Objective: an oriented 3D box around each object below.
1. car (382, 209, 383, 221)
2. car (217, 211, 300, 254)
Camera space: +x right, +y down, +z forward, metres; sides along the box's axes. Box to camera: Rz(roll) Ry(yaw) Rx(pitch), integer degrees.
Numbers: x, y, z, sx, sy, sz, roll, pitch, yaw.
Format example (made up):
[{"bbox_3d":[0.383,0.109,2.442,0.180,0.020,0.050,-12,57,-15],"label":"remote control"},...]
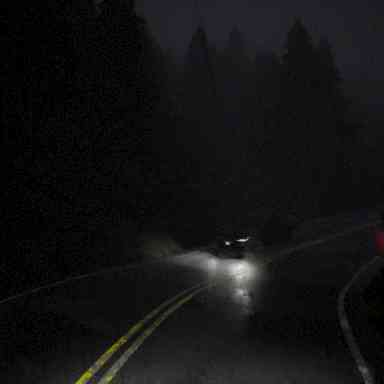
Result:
[{"bbox_3d":[12.764,1.062,19.217,4.902,1.511,2.128,-5,4,-39],"label":"car"},{"bbox_3d":[3.224,1.747,15.497,4.892,1.490,1.837,-5,3,-43],"label":"car"}]
